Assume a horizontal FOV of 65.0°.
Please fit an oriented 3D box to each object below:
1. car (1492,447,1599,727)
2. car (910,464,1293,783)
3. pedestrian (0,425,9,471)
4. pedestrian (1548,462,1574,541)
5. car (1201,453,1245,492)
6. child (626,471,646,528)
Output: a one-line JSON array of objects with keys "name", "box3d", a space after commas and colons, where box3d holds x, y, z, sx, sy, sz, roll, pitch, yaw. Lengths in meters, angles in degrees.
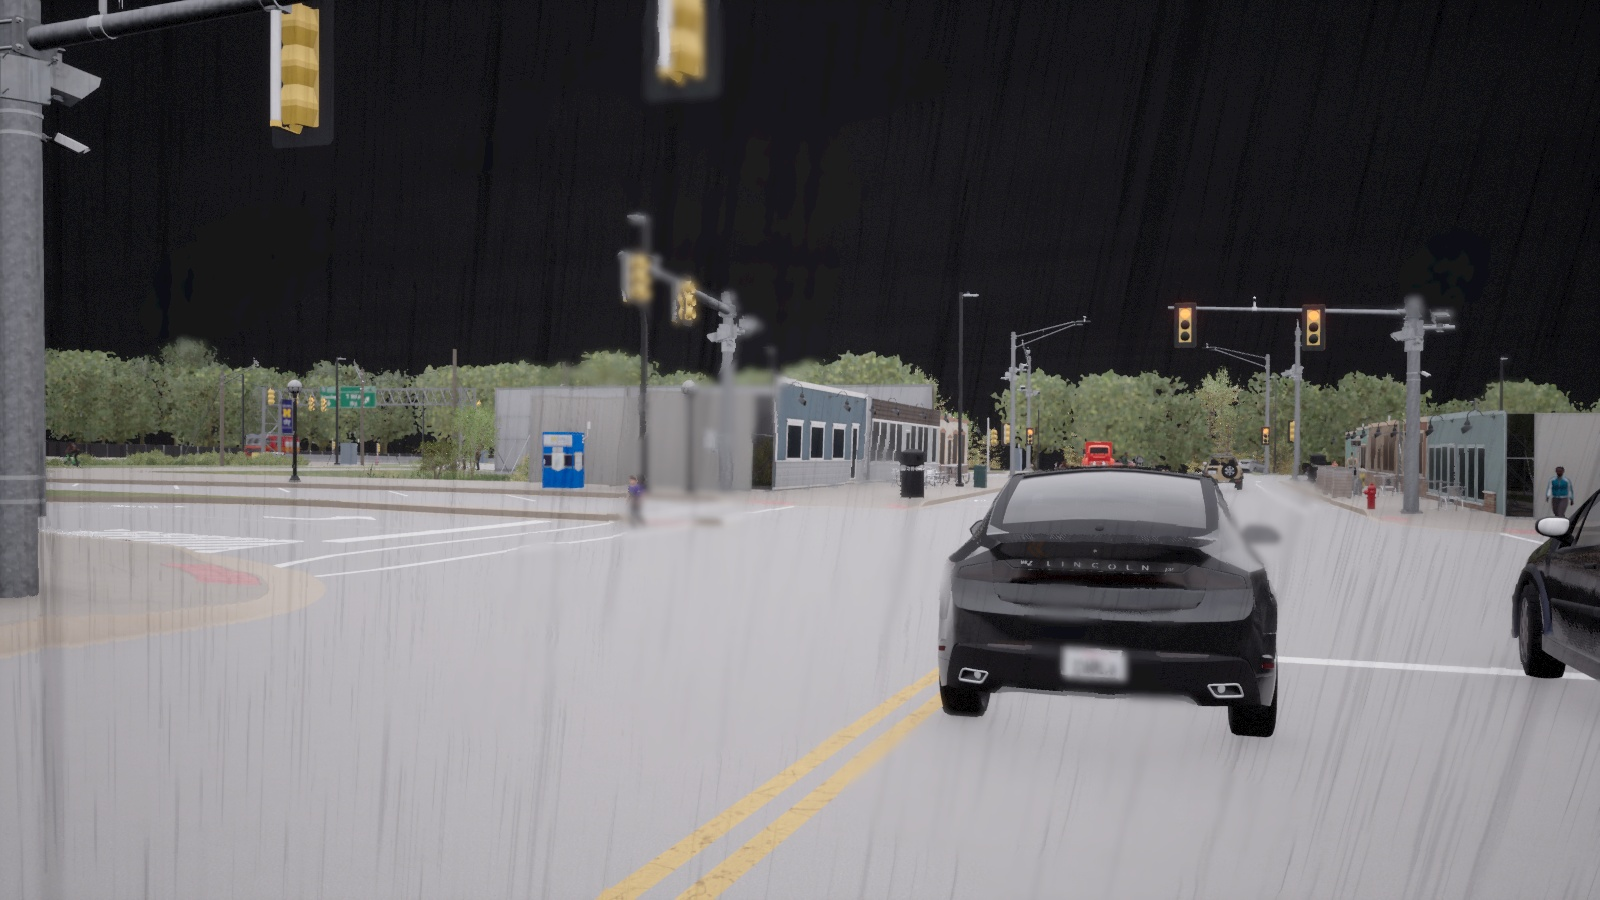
[{"name": "car", "box3d": [5.806, 0.822, 7.885, 1.851, 1.617, 3.988, 1, -1, 18]}, {"name": "car", "box3d": [2.155, 0.886, 8.577, 1.837, 1.490, 4.892, 1, -1, 17]}, {"name": "pedestrian", "box3d": [-33.414, -0.083, 52.499, 0.692, 1.930, 0.396, 1, 1, 39]}, {"name": "pedestrian", "box3d": [19.056, 1.274, 31.453, 0.396, 1.930, 0.692, 1, 1, 43]}, {"name": "car", "box3d": [21.415, 1.114, 63.696, 1.932, 1.855, 4.605, 1, 0, 17]}, {"name": "child", "box3d": [-3.746, 1.122, 28.684, 0.270, 1.263, 0.437, 1, 1, 19]}]
